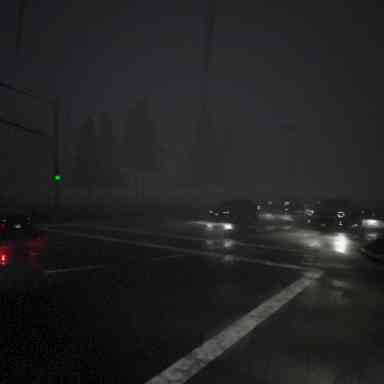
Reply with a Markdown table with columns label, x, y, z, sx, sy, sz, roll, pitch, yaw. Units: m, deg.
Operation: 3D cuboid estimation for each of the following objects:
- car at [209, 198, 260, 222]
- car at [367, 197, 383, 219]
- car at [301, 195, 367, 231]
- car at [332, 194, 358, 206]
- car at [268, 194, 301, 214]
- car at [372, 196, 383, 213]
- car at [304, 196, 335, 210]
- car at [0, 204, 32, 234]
| label | x | y | z | sx | sy | sz | roll | pitch | yaw |
| --- | --- | --- | --- | --- | --- | --- | --- | --- | --- |
| car | 3.183 | 1.251 | 24.088 | 1.837 | 1.490 | 4.892 | 1 | 1 | 39 |
| car | 13.815 | 1.297 | 26.028 | 1.994 | 1.385 | 4.181 | 1 | 1 | 40 |
| car | 8.364 | 1.151 | 19.357 | 2.097 | 1.767 | 4.553 | 1 | 1 | 39 |
| car | 21.342 | 1.072 | 46.233 | 2.033 | 1.411 | 5.357 | 1 | 1 | 40 |
| car | 8.897 | 1.028 | 31.067 | 2.097 | 1.767 | 4.553 | 1 | 1 | 39 |
| car | 19.670 | 1.209 | 33.177 | 2.033 | 1.411 | 5.357 | 1 | 1 | 39 |
| car | 14.596 | 1.208 | 38.025 | 1.895 | 1.301 | 4.718 | 1 | 1 | 39 |
| car | -9.645 | 1.344 | 16.458 | 4.674 | 1.442 | 1.812 | 1 | 1 | 39 |
